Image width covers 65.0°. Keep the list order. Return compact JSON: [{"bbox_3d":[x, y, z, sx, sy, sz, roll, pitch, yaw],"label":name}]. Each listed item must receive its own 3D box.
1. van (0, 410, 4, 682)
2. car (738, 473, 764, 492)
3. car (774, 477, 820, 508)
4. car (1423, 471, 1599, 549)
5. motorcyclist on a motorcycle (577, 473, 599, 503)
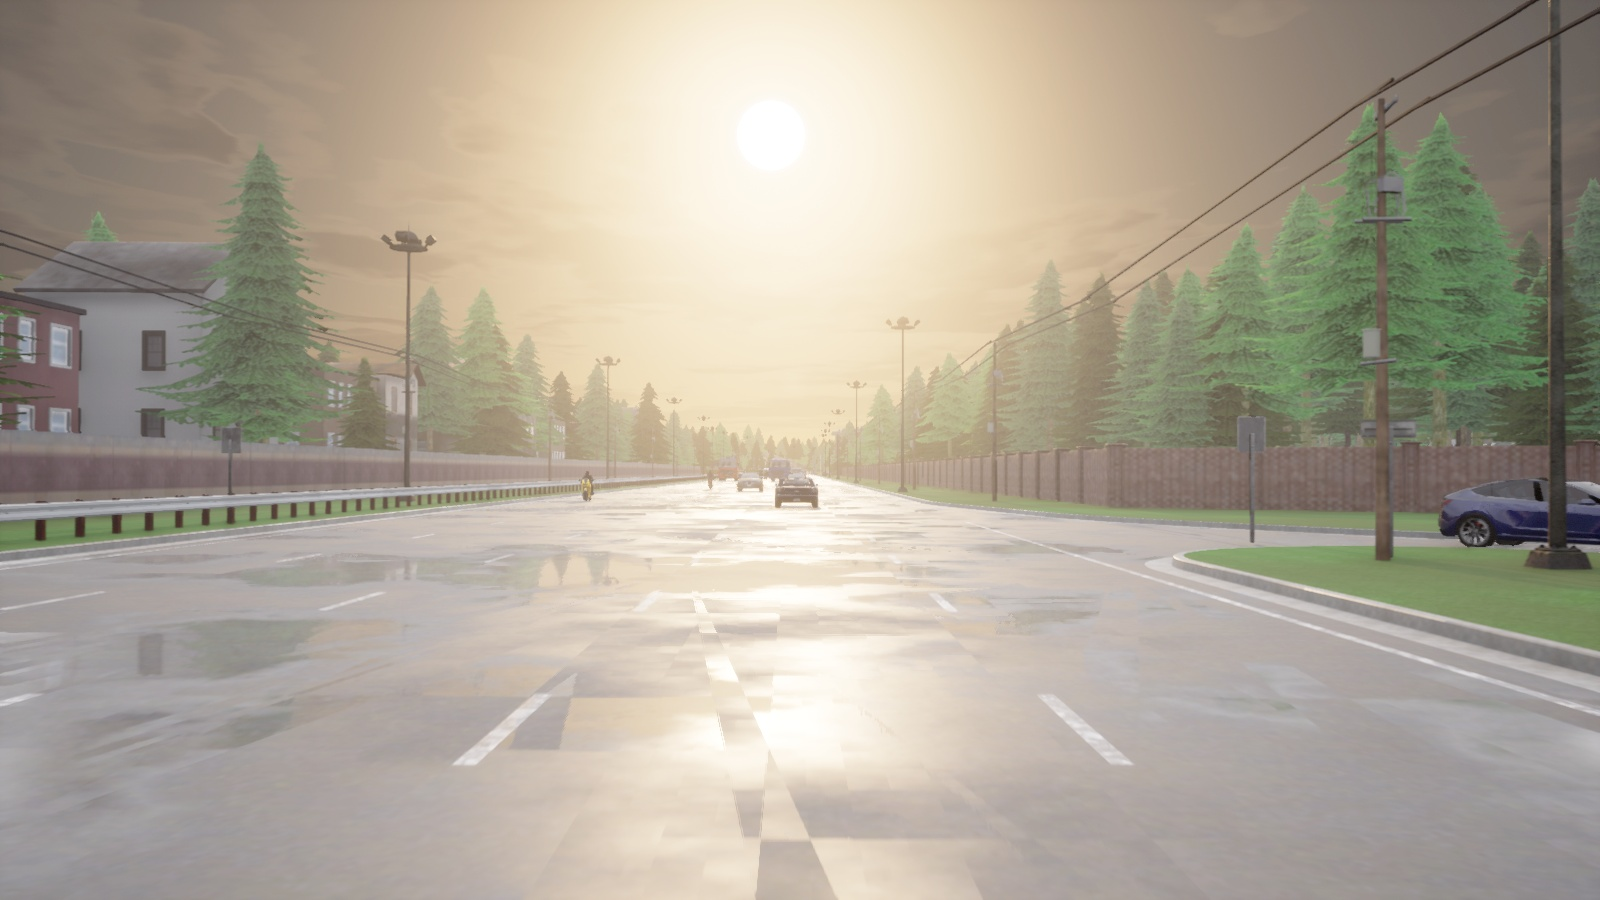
[{"bbox_3d":[-7.019,0.687,7.198,2.069,2.038,4.480,0,-1,0],"label":"van"},{"bbox_3d":[-3.731,2.457,95.514,1.812,1.442,4.674,0,-1,0],"label":"car"},{"bbox_3d":[-0.136,1.837,55.040,1.895,1.301,4.718,0,-1,0],"label":"car"},{"bbox_3d":[15.647,1.181,25.590,2.163,1.488,4.792,1,-1,-40],"label":"car"},{"bbox_3d":[-10.706,1.903,63.418,0.797,1.523,2.044,0,-1,-1],"label":"motorcyclist on a motorcycle"}]
